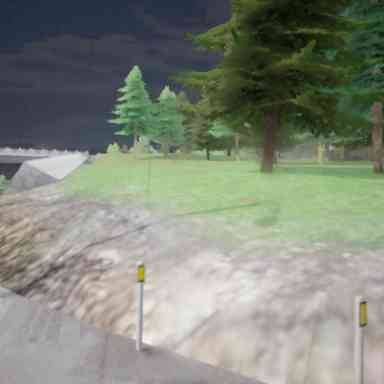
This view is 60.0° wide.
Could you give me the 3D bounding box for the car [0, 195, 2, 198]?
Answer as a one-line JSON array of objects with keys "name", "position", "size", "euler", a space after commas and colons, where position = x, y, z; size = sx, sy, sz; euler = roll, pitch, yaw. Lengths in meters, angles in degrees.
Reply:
[{"name": "car", "position": [-32.710, 1.502, 57.689], "size": [2.150, 2.045, 5.566], "euler": [0, 0, -19]}]
